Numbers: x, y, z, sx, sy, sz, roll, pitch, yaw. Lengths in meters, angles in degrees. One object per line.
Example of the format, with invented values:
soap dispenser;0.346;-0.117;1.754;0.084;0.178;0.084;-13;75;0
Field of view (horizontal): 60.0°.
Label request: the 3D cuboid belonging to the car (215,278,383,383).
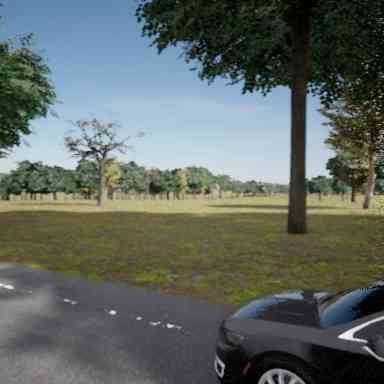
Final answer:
car;2.585;1.548;3.149;4.892;1.490;1.837;0;0;29
